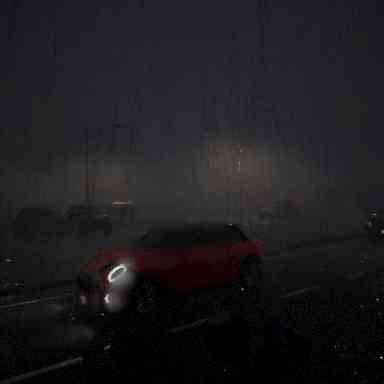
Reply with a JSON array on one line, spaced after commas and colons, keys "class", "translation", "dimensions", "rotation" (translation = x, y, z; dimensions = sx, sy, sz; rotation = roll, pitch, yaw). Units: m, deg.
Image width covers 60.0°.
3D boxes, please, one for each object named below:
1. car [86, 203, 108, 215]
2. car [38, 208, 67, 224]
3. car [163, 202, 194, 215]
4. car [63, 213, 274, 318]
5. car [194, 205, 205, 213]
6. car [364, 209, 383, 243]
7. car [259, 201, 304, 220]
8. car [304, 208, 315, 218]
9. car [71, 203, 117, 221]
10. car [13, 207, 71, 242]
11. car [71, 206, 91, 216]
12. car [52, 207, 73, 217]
[{"class": "car", "translation": [-15.916, 2.820, 55.447], "dimensions": [1.932, 1.855, 4.605], "rotation": [0, -2, -38]}, {"class": "car", "translation": [-15.397, 2.586, 36.525], "dimensions": [1.970, 1.475, 3.806], "rotation": [0, -2, -38]}, {"class": "car", "translation": [-2.215, 2.366, 47.097], "dimensions": [1.932, 1.855, 4.605], "rotation": [0, -2, -38]}, {"class": "car", "translation": [-0.403, 1.569, 8.057], "dimensions": [4.553, 1.767, 2.097], "rotation": [0, -2, -38]}, {"class": "car", "translation": [0.099, 2.578, 48.841], "dimensions": [1.784, 1.438, 3.905], "rotation": [0, -2, -38]}, {"class": "car", "translation": [10.834, 1.446, 16.586], "dimensions": [5.566, 2.045, 2.150], "rotation": [0, -2, -37]}, {"class": "car", "translation": [8.679, 1.833, 33.386], "dimensions": [1.905, 1.878, 3.866], "rotation": [0, -2, -38]}, {"class": "car", "translation": [10.959, 2.076, 35.170], "dimensions": [1.970, 1.475, 3.806], "rotation": [0, -2, -38]}, {"class": "car", "translation": [-6.677, 1.810, 21.168], "dimensions": [1.905, 1.878, 3.866], "rotation": [0, -2, -38]}, {"class": "car", "translation": [-8.979, 1.805, 19.413], "dimensions": [1.932, 1.855, 4.605], "rotation": [0, -2, -38]}, {"class": "car", "translation": [-17.984, 3.025, 53.736], "dimensions": [1.784, 1.438, 3.905], "rotation": [0, -2, -38]}, {"class": "car", "translation": [-20.253, 3.054, 51.938], "dimensions": [1.970, 1.475, 3.806], "rotation": [0, -2, -38]}]
